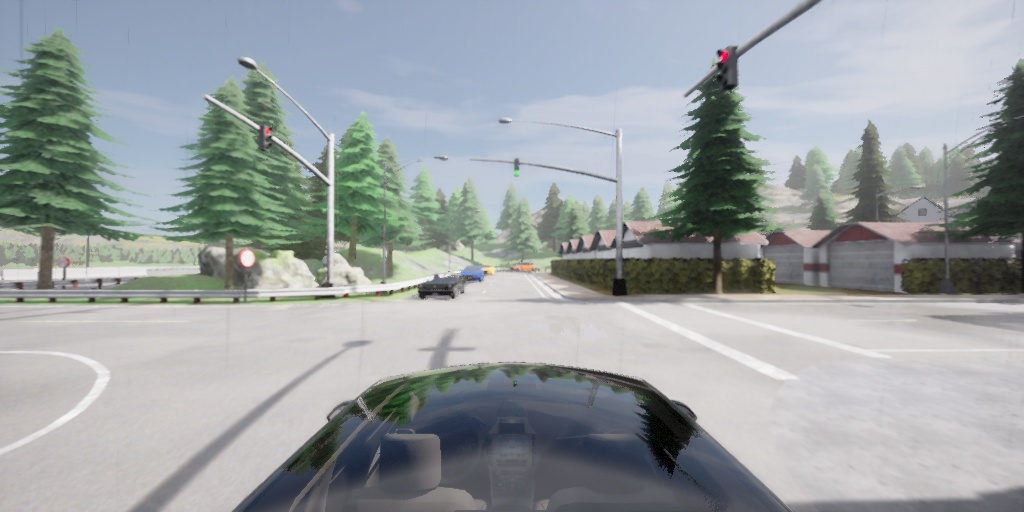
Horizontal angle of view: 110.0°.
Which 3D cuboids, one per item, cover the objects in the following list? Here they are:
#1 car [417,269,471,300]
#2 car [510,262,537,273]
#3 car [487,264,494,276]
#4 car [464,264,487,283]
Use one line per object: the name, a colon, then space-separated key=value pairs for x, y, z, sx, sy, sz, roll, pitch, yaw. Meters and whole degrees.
car: x=-3.685 y=1.582 z=19.639 sx=1.895 sy=1.301 sz=4.718 roll=0 pitch=-1 yaw=2
car: x=1.823 y=1.834 z=59.729 sx=4.553 sy=1.767 sz=2.097 roll=0 pitch=-1 yaw=-32
car: x=-3.427 y=1.809 z=46.938 sx=1.882 sy=1.535 sz=5.008 roll=0 pitch=-1 yaw=3
car: x=-3.606 y=1.631 z=33.041 sx=1.882 sy=1.535 sz=5.008 roll=0 pitch=-1 yaw=-1
